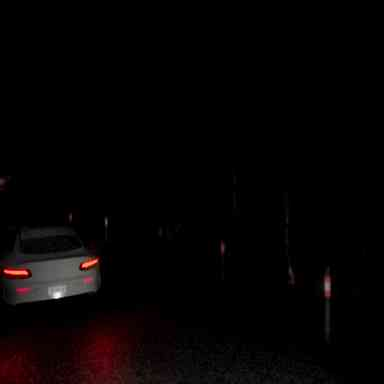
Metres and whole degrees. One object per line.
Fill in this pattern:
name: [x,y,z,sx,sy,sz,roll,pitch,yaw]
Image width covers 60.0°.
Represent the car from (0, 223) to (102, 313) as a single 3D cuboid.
car: [-3.356,1.435,7.639,1.812,1.442,4.674,-2,2,-28]
